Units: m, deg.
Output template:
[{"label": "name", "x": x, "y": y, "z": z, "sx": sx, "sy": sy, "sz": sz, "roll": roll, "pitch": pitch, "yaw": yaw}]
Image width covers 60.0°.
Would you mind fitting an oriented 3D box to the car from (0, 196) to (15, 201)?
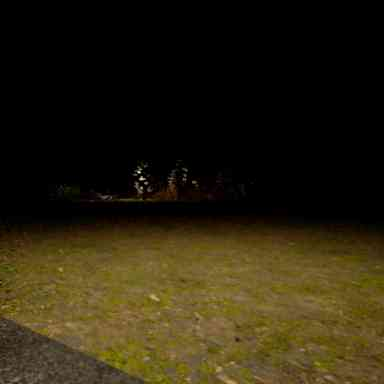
[{"label": "car", "x": -44.627, "y": 1.623, "z": 78.954, "sx": 1.837, "sy": 1.490, "sz": 4.892, "roll": 0, "pitch": 0, "yaw": 34}]
